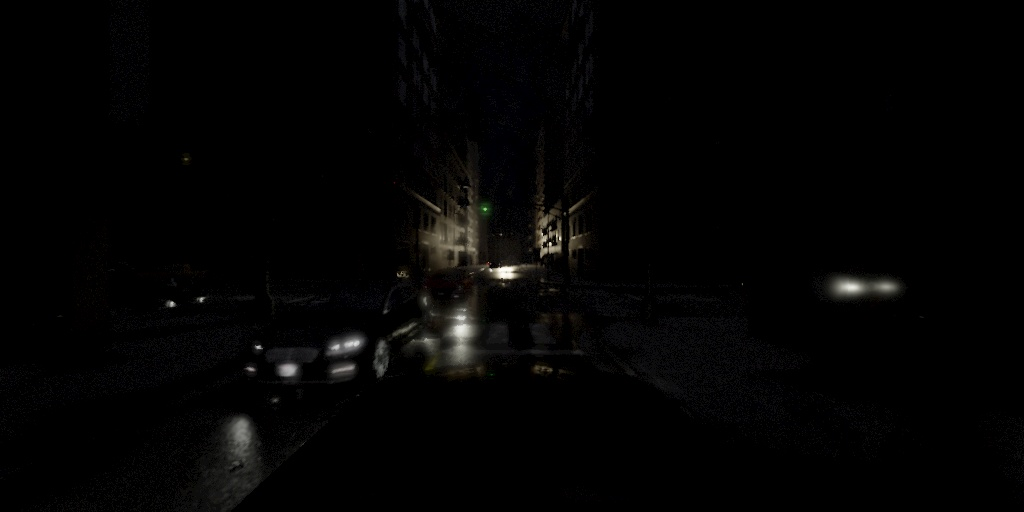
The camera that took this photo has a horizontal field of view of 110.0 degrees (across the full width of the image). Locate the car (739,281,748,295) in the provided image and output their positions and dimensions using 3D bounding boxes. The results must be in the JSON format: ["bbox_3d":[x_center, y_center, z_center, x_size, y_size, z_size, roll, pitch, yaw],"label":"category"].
[{"bbox_3d":[15.314,1.715,19.797,4.718,1.301,1.895,1,0,0],"label":"car"}]

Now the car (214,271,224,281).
[{"bbox_3d":[-20.640,1.074,22.142,4.829,1.417,1.751,0,0,0],"label":"car"}]

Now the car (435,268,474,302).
[{"bbox_3d":[-2.974,1.343,17.594,1.882,1.535,5.008,0,0,0],"label":"car"}]

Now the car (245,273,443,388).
[{"bbox_3d":[-2.993,1.276,7.249,2.128,1.511,4.902,0,0,0],"label":"car"}]

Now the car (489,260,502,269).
[{"bbox_3d":[-2.905,1.449,63.801,2.097,1.767,4.553,0,-1,0],"label":"car"}]

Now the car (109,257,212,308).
[{"bbox_3d":[-14.945,0.945,13.652,5.009,1.841,2.192,0,0,0],"label":"car"}]

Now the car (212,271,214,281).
[{"bbox_3d":[-17.105,1.090,16.395,4.902,1.511,2.128,1,0,0],"label":"car"}]
